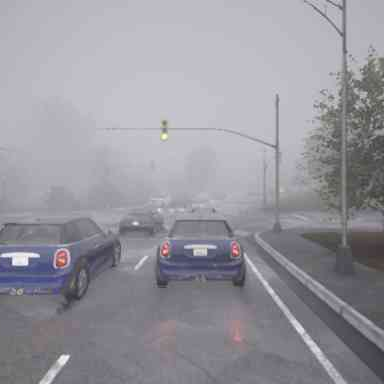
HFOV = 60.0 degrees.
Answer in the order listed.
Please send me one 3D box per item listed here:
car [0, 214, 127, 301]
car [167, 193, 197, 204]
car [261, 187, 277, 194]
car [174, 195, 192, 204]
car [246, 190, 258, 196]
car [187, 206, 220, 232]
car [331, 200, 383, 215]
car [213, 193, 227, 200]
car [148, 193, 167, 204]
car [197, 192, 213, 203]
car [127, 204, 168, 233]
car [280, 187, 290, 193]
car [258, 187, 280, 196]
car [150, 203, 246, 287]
[{"bbox_3d":[-3.291,1.371,8.561,2.097,1.767,4.553,0,0,1],"label":"car"},{"bbox_3d":[-1.438,1.264,50.149,2.150,2.045,5.566,0,1,16],"label":"car"},{"bbox_3d":[19.601,-0.516,84.988,2.128,1.511,4.902,0,3,37],"label":"car"},{"bbox_3d":[-1.607,1.365,60.484,1.994,1.385,4.181,0,2,20],"label":"car"},{"bbox_3d":[13.951,0.210,76.491,1.812,1.442,4.674,0,3,33],"label":"car"},{"bbox_3d":[0.808,1.656,21.673,1.895,1.301,4.718,0,0,4],"label":"car"},{"bbox_3d":[16.351,1.533,33.013,4.892,1.490,1.837,-1,0,4],"label":"car"},{"bbox_3d":[5.703,0.931,68.641,1.895,1.301,4.718,0,3,25],"label":"car"},{"bbox_3d":[-4.845,1.268,50.974,2.150,2.045,5.566,0,1,15],"label":"car"},{"bbox_3d":[1.644,1.326,59.187,1.812,1.442,4.674,0,2,21],"label":"car"},{"bbox_3d":[-2.835,1.612,19.389,1.994,1.385,4.181,0,0,3],"label":"car"},{"bbox_3d":[23.203,-0.592,83.976,1.882,1.535,5.008,0,3,37],"label":"car"},{"bbox_3d":[17.483,0.146,75.563,2.128,1.511,4.902,0,3,33],"label":"car"},{"bbox_3d":[0.242,1.375,9.560,2.097,1.767,4.553,0,0,1],"label":"car"}]
